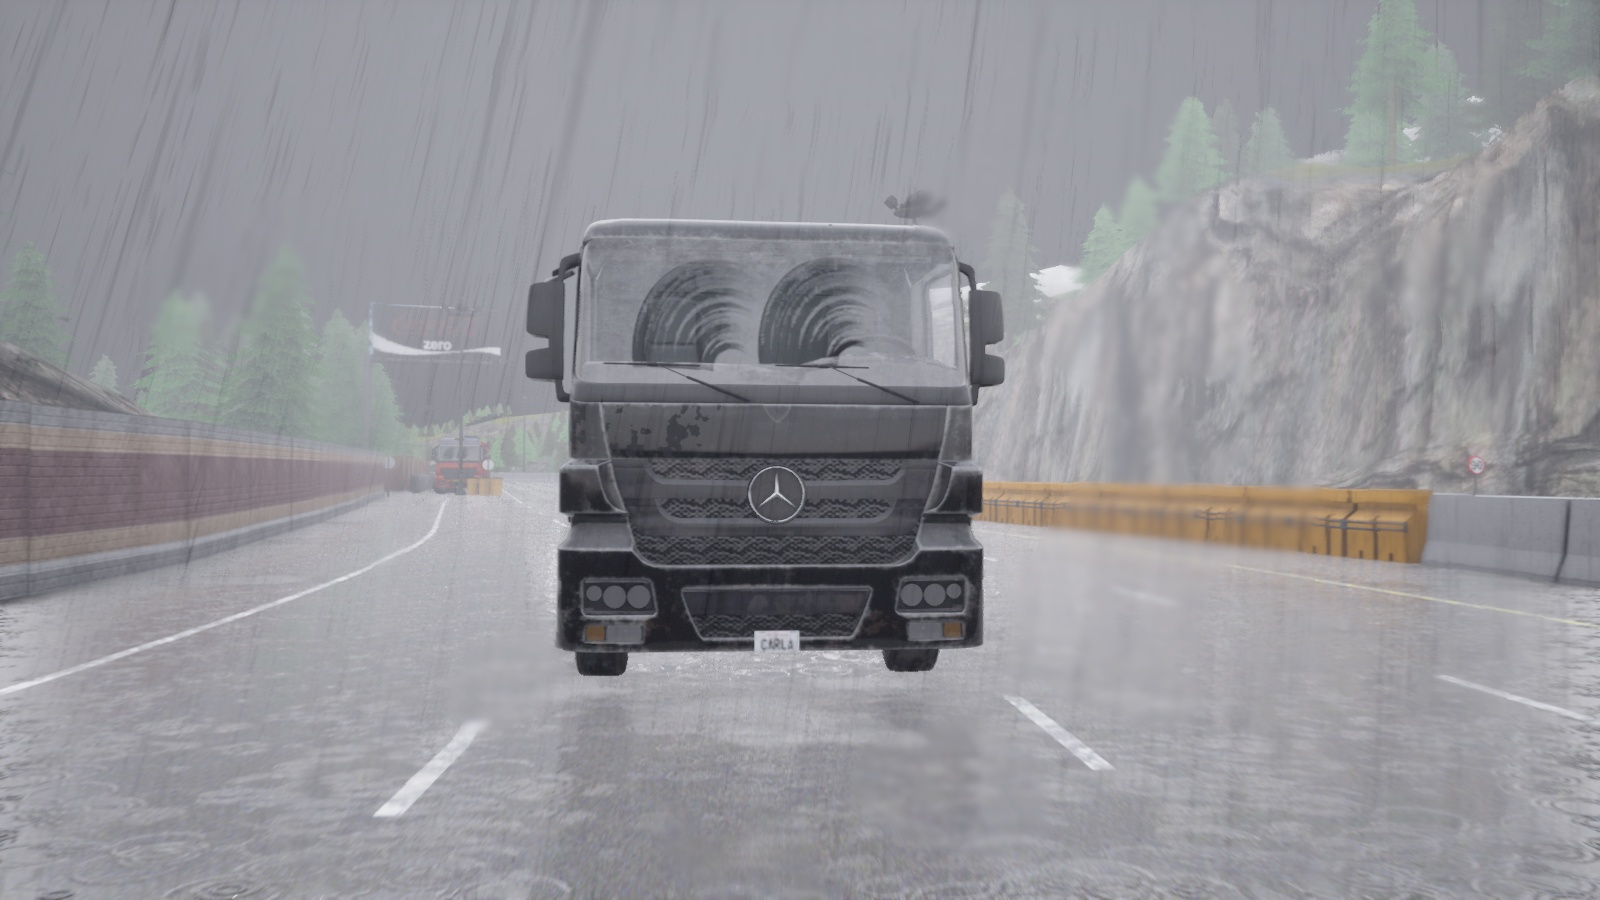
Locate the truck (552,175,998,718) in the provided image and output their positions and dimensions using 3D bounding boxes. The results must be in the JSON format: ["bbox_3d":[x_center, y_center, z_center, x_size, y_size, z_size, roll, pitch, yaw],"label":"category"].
[{"bbox_3d":[-0.565,0.038,12.101,2.891,3.462,7.936,0,-1,-6],"label":"truck"}]

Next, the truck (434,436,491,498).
[{"bbox_3d":[-22.182,1.125,82.903,2.891,3.827,8.468,0,-1,-10],"label":"truck"}]
